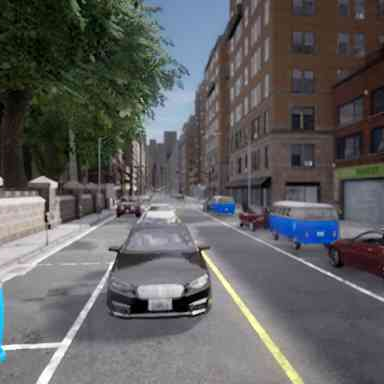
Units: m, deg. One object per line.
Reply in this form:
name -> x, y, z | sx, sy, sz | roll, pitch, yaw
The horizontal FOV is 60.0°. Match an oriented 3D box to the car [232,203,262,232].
car -> 3.996, 1.518, 19.801 | 1.887, 1.381, 4.507 | 0, 0, -6

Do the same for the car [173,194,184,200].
car -> -3.305, 1.267, 90.784 | 1.967, 1.590, 4.097 | 0, 0, -6

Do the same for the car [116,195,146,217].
car -> -5.638, 1.273, 30.150 | 2.192, 1.841, 5.009 | 0, 0, -6

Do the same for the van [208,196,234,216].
van -> 2.838, 1.295, 31.062 | 1.690, 1.788, 3.998 | 0, 0, -6

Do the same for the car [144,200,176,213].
car -> -2.063, 1.498, 21.482 | 1.812, 1.442, 4.674 | 0, 0, -6

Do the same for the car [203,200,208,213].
car -> 2.259, 1.509, 36.693 | 1.947, 1.339, 4.313 | 0, 0, -6

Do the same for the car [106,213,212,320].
car -> -0.734, 1.483, 7.611 | 2.128, 1.511, 4.902 | 0, 0, -6

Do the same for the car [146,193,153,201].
car -> -10.090, 1.386, 73.441 | 1.752, 1.417, 4.829 | 0, 0, -6

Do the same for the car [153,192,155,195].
car -> -11.781, 1.375, 89.876 | 1.887, 1.381, 4.507 | 0, 0, -6

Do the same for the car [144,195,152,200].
car -> -11.223, 1.384, 84.454 | 1.887, 1.381, 4.507 | 0, 0, -6

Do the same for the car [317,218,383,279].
car -> 5.154, 1.570, 8.539 | 1.802, 1.307, 4.206 | 0, 0, -6

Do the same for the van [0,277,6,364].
van -> -2.745, 1.340, 2.009 | 1.690, 1.788, 3.998 | 0, 0, -6

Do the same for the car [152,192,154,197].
car -> -10.665, 1.400, 79.031 | 2.008, 1.369, 4.403 | 0, 0, -6

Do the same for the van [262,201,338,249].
van -> 4.575, 1.322, 14.170 | 1.690, 1.788, 3.998 | 0, 0, -6
